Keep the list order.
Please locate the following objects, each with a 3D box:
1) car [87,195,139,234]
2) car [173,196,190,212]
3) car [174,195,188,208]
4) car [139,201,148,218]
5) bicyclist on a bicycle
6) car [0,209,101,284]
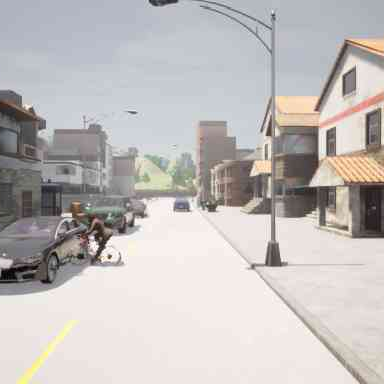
[{"bbox_3d":[-4.718,1.221,19.528,2.150,2.045,5.566,0,0,-2],"label":"car"},{"bbox_3d":[-1.225,1.477,39.259,1.882,1.535,5.008,0,0,-2],"label":"car"},{"bbox_3d":[-1.614,1.352,49.695,2.097,1.767,4.553,0,0,-1],"label":"car"},{"bbox_3d":[-5.047,1.526,29.863,1.812,1.442,4.674,0,0,-2],"label":"car"},{"bbox_3d":[-2.969,1.492,10.165,1.656,1.620,0.582,4,0,-3],"label":"bicyclist on a bicycle"},{"bbox_3d":[-4.380,1.488,9.642,2.128,1.511,4.902,0,0,-2],"label":"car"}]
